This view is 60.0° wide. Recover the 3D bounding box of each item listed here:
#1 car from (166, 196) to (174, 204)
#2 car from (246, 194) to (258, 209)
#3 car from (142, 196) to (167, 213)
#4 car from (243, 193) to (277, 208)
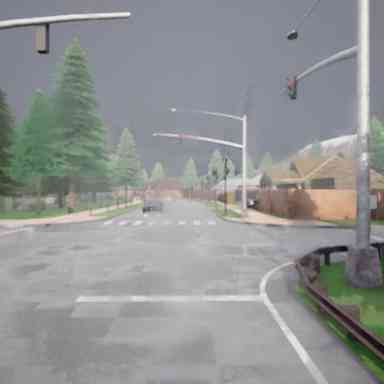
[{"bbox_3d":[-4.241,1.360,59.177,1.812,1.442,4.674,0,0,-2],"label":"car"},{"bbox_3d":[8.850,1.054,38.847,4.605,1.855,1.932,0,0,-1],"label":"car"},{"bbox_3d":[-3.952,1.458,34.473,1.994,1.385,4.181,0,0,0],"label":"car"},{"bbox_3d":[8.436,1.050,41.357,3.866,1.878,1.905,0,0,-1],"label":"car"}]
